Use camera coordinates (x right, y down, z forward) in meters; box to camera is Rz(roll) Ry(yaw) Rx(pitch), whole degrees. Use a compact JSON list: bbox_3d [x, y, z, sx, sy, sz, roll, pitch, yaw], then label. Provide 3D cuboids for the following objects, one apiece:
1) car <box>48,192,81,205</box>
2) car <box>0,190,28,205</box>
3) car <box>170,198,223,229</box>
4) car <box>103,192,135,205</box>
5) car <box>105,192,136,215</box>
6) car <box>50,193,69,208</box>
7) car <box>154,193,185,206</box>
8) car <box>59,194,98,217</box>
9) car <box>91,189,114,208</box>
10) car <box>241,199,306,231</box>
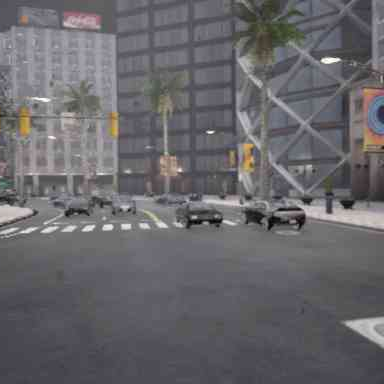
[{"bbox_3d":[-17.551,0.865,45.653,5.008,1.535,1.882,1,2,39],"label":"car"},{"bbox_3d":[-25.510,0.701,46.409,5.566,2.045,2.150,0,1,26],"label":"car"},{"bbox_3d":[0.217,1.242,18.829,1.895,1.301,4.718,-1,1,-12],"label":"car"},{"bbox_3d":[-9.436,0.822,42.716,2.128,1.511,4.902,-1,1,-39],"label":"car"},{"bbox_3d":[-5.892,1.045,28.083,2.128,1.511,4.902,-1,1,-17],"label":"car"},{"bbox_3d":[-13.923,1.063,36.904,1.994,1.385,4.181,-2,1,-37],"label":"car"},{"bbox_3d":[-2.654,0.851,39.181,2.033,1.411,5.357,-1,1,-30],"label":"car"},{"bbox_3d":[-9.170,1.160,27.272,2.033,1.411,5.357,-1,1,-12],"label":"car"},{"bbox_3d":[-9.783,0.660,37.165,2.150,2.045,5.566,-1,1,-32],"label":"car"},{"bbox_3d":[4.079,1.104,17.488,2.128,1.511,4.902,-1,1,-12],"label":"car"}]
